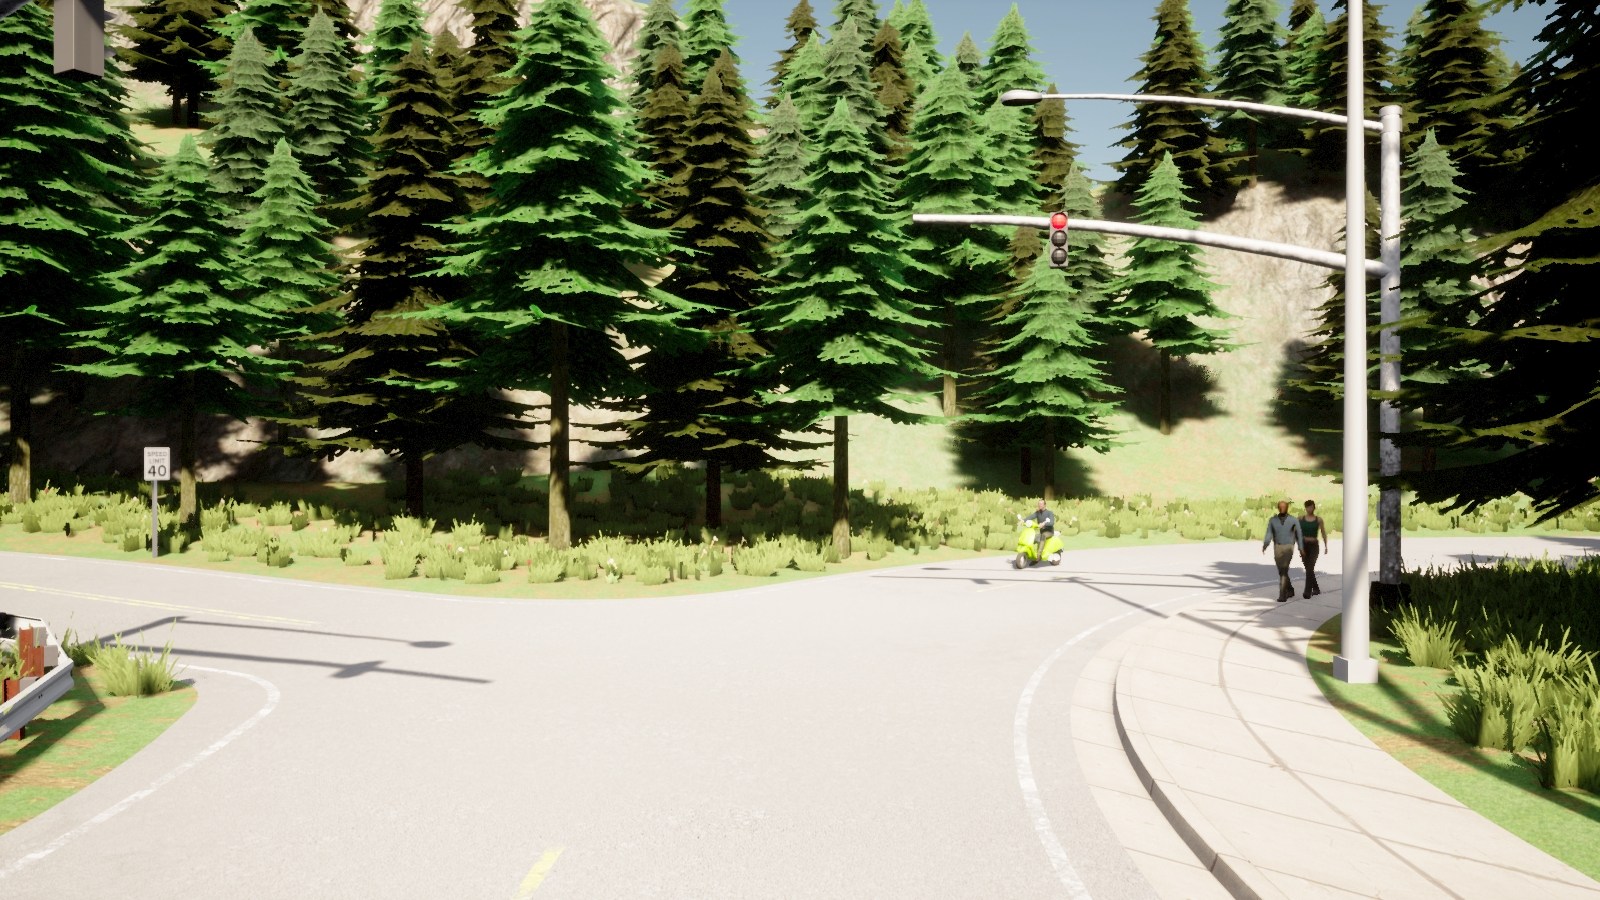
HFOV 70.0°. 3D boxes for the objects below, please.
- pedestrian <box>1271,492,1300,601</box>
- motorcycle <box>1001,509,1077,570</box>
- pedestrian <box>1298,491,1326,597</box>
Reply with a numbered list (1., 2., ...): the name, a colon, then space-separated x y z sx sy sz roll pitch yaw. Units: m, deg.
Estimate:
1. pedestrian: 8.492 1.668 19.971 0.375 1.860 0.375 0 0 40
2. motorcycle: 5.702 2.113 27.217 1.805 1.316 0.856 0 0 -41
3. pedestrian: 9.156 1.668 20.431 0.375 1.860 0.375 0 0 37
